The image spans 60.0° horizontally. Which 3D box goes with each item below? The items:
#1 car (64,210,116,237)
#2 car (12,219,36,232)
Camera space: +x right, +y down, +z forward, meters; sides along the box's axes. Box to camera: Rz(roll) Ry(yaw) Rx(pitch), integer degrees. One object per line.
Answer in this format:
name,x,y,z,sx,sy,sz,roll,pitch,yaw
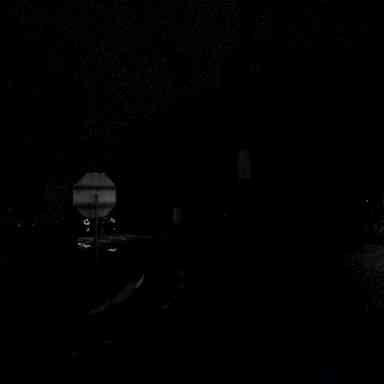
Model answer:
car,-6.589,1.849,21.263,2.097,1.767,4.553,0,-3,-37
car,-19.697,3.886,38.845,1.812,1.442,4.674,0,-5,-36
